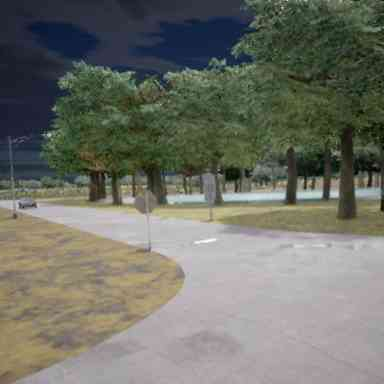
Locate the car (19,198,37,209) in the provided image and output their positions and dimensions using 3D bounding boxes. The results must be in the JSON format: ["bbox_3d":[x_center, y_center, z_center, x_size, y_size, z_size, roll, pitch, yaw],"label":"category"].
[{"bbox_3d":[-23.143,1.578,46.810,1.837,1.490,4.892,-4,2,-35],"label":"car"}]
